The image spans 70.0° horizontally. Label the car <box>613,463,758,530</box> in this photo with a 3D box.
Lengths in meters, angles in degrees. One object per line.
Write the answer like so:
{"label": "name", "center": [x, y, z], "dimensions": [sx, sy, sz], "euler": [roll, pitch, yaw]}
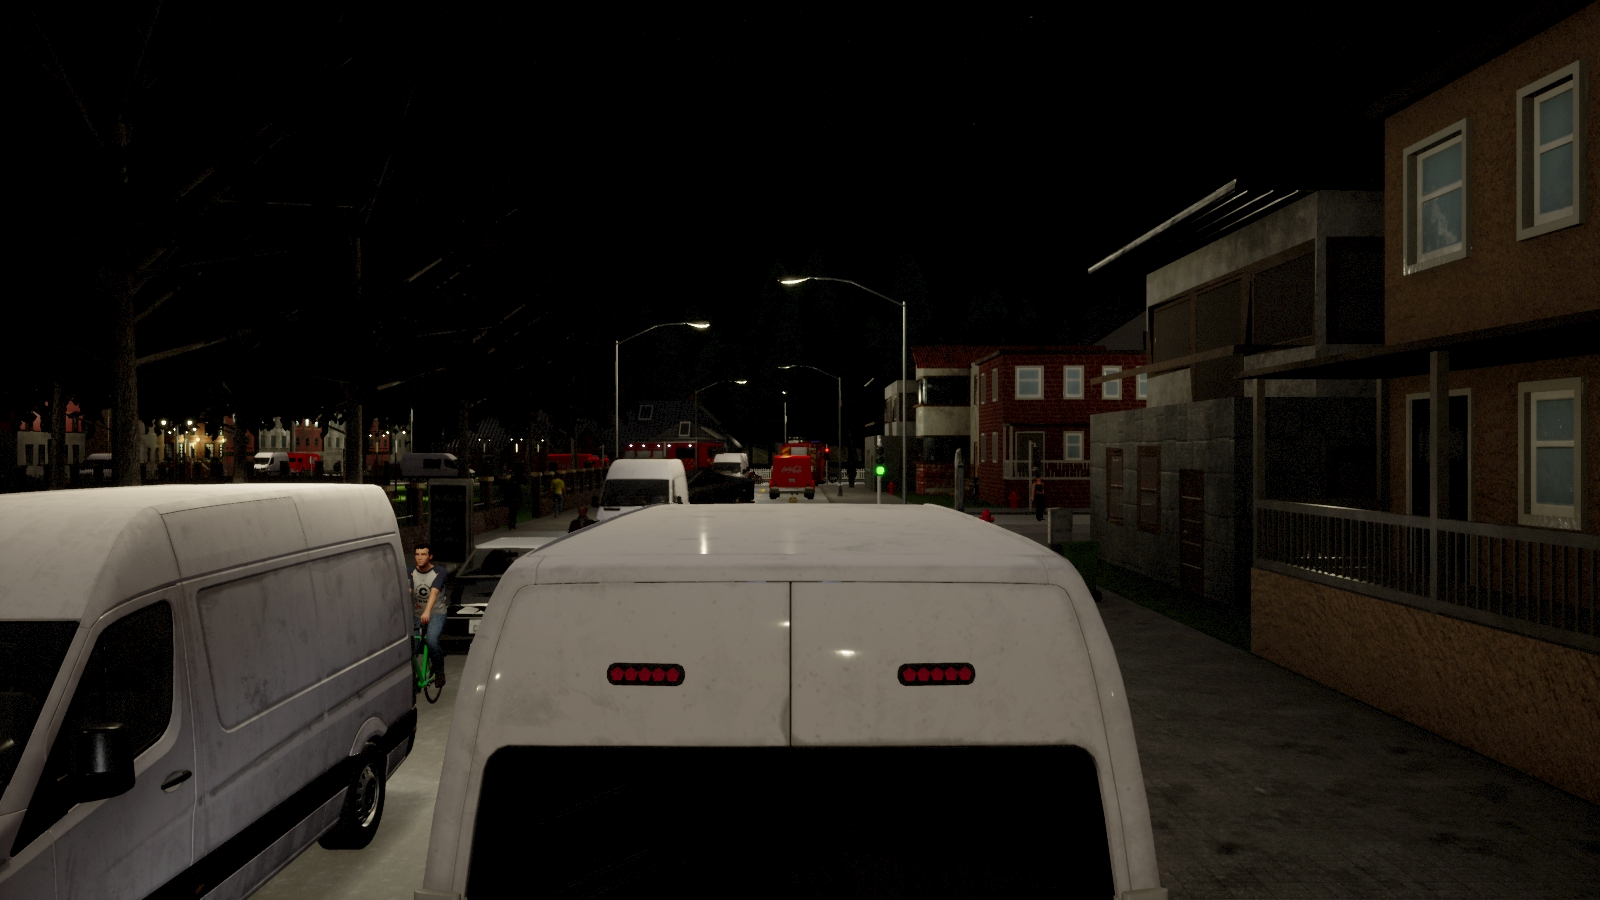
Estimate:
{"label": "car", "center": [-3.891, 1.534, 40.398], "dimensions": [2.390, 2.098, 6.274], "euler": [0, 0, 23]}

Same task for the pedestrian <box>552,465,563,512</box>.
{"label": "pedestrian", "center": [-9.667, 1.526, 45.592], "dimensions": [0.375, 1.860, 0.375], "euler": [0, 0, -1]}

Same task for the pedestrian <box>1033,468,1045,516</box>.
{"label": "pedestrian", "center": [9.292, 1.629, 44.473], "dimensions": [0.375, 1.860, 0.375], "euler": [0, 0, -4]}

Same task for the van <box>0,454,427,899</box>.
{"label": "van", "center": [-4.032, 1.314, 6.374], "dimensions": [1.988, 2.561, 5.915], "euler": [0, 0, 0]}

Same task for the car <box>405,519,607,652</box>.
{"label": "car", "center": [-4.090, 1.845, 16.538], "dimensions": [1.970, 1.475, 3.806], "euler": [0, 0, 0]}

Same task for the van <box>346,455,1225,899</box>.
{"label": "van", "center": [-0.041, 1.314, 5.541], "dimensions": [1.988, 2.561, 5.915], "euler": [0, 0, 0]}

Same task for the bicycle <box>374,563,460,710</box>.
{"label": "bicycle", "center": [-4.053, 1.936, 12.189], "dimensions": [0.373, 1.296, 1.643], "euler": [0, 0, 0]}

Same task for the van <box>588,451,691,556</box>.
{"label": "van", "center": [-4.204, 1.315, 30.809], "dimensions": [1.988, 2.561, 5.915], "euler": [0, 0, 0]}

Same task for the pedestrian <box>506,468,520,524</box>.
{"label": "pedestrian", "center": [-9.609, 1.525, 38.249], "dimensions": [0.375, 1.860, 0.375], "euler": [0, 0, -1]}
